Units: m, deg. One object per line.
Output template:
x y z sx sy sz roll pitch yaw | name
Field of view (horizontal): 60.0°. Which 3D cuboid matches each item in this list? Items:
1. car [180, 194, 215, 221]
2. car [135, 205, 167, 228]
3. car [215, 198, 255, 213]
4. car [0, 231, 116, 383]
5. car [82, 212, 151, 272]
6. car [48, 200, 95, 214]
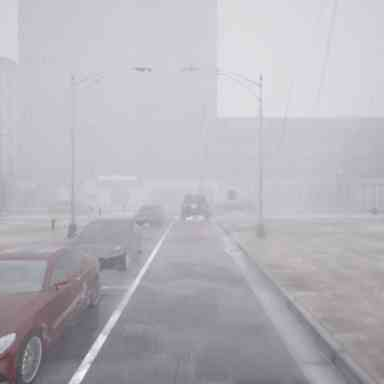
0.426 1.141 26.447 2.150 2.045 5.566 0 0 6 | car
-2.634 1.499 21.565 1.947 1.339 4.313 0 0 0 | car
4.278 1.399 35.112 4.674 1.442 1.812 0 0 0 | car
-2.638 1.566 5.209 1.802 1.307 4.206 0 0 0 | car
-2.637 1.533 10.661 1.947 1.339 4.313 0 0 0 | car
-11.614 1.492 32.167 4.181 1.385 1.994 0 0 0 | car
